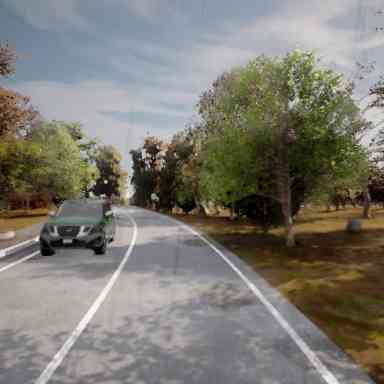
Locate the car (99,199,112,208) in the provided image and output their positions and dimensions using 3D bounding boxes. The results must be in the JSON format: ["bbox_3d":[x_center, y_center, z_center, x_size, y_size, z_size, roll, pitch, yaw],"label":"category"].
[{"bbox_3d":[-14.267,1.913,54.832,1.895,1.301,4.718,1,-1,-16],"label":"car"}]

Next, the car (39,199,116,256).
[{"bbox_3d":[-4.497,1.321,13.939,2.150,2.045,5.566,0,0,-7],"label":"car"}]
